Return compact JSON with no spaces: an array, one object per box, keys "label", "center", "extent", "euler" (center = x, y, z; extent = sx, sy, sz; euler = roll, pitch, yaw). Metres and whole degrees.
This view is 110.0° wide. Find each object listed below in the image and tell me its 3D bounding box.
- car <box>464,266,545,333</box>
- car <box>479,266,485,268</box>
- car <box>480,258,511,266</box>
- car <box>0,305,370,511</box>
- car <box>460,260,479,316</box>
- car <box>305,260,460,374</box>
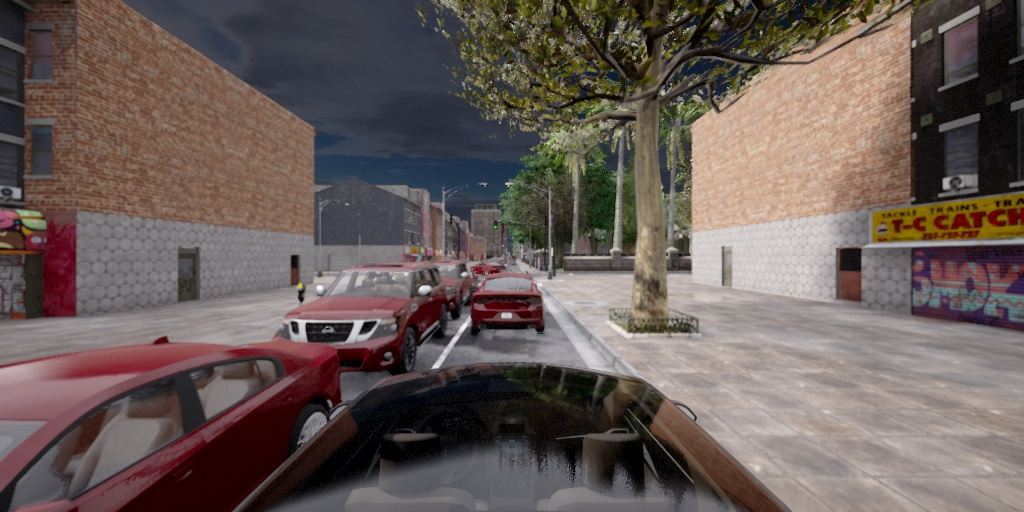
[{"label":"car","center":[-0.067,1.240,10.815],"extent":[1.882,1.535,5.008],"euler":[0,0,1]},{"label":"car","center":[-2.624,1.357,18.780],"extent":[1.802,1.307,4.207],"euler":[0,0,0]},{"label":"car","center":[-2.590,1.291,36.408],"extent":[1.882,1.535,5.008],"euler":[1,-1,-35]},{"label":"car","center":[-2.638,1.295,1.945],"extent":[1.888,1.381,4.507],"euler":[0,0,0]},{"label":"car","center":[-2.628,1.081,13.168],"extent":[2.192,1.841,5.009],"euler":[0,0,0]},{"label":"car","center":[-2.633,1.072,7.556],"extent":[2.192,1.841,5.009],"euler":[0,0,0]}]
